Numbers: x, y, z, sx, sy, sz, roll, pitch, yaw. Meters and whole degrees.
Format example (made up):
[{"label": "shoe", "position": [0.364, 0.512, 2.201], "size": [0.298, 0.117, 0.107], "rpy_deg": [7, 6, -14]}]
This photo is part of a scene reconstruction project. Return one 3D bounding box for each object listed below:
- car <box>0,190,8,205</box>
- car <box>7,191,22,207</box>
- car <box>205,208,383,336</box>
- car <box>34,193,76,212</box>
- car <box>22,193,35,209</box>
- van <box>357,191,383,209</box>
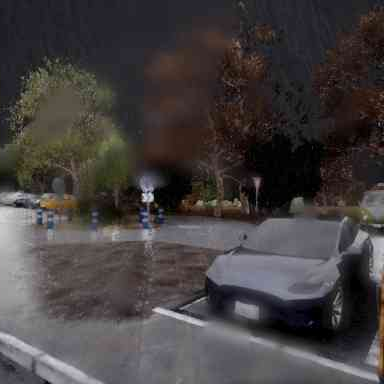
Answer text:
[{"label": "car", "position": [-18.913, 0.835, 37.534], "size": [2.002, 1.452, 4.674], "rpy_deg": [2, 1, 36]}, {"label": "car", "position": [-16.688, 0.914, 35.885], "size": [2.163, 1.488, 4.792], "rpy_deg": [2, 1, 36]}, {"label": "car", "position": [2.152, 1.185, 6.368], "size": [2.163, 1.488, 4.792], "rpy_deg": [2, 1, 36]}, {"label": "car", "position": [-12.292, 1.059, 32.724], "size": [2.097, 1.535, 5.008], "rpy_deg": [2, 1, 36]}, {"label": "car", "position": [-14.508, 0.844, 34.378], "size": [2.185, 1.767, 4.553], "rpy_deg": [2, 1, 36]}, {"label": "van", "position": [9.726, 0.924, 16.913], "size": [1.878, 1.987, 4.442], "rpy_deg": [2, 2, 36]}]
